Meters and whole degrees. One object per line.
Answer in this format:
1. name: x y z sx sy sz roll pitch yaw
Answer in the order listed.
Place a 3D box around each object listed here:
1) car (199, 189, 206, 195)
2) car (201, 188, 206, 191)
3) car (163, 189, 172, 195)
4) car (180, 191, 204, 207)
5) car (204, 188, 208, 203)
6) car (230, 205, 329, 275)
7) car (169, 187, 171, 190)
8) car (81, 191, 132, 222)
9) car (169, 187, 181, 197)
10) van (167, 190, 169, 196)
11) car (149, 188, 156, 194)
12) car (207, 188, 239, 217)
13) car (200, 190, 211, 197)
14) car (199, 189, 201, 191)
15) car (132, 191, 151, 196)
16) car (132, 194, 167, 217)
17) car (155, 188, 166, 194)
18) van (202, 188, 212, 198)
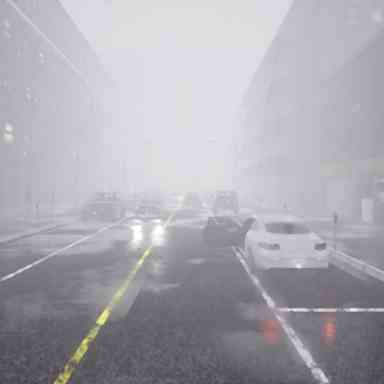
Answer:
1. car: 2.687 -0.016 84.562 1.802 1.307 4.206 0 1 0
2. car: 2.690 0.487 56.117 1.802 1.307 4.206 0 1 0
3. car: -5.693 0.082 78.875 1.802 1.307 4.206 0 1 0
4. car: 0.046 0.857 35.520 1.994 1.385 4.181 0 1 1
5. car: 2.693 0.665 39.046 1.967 1.590 4.097 0 1 0
6. car: 2.352 1.326 9.624 1.812 1.442 4.674 0 1 0
7. car: -5.692 0.127 73.013 1.752 1.417 4.829 0 1 0
8. car: -5.685 0.870 21.978 2.192 1.841 5.009 0 1 0
9. car: -3.016 0.199 67.462 1.837 1.490 4.892 0 1 0
10. van: -5.689 0.142 61.801 1.690 1.788 3.998 0 1 0
11. car: -5.688 0.666 39.049 1.967 1.590 4.097 0 1 0
12. car: 2.694 0.759 27.666 2.192 1.841 5.009 0 1 0
13. car: 2.689 0.244 67.494 1.887 1.381 4.507 0 1 0
14. car: 0.032 0.534 47.974 1.882 1.535 5.008 0 1 0
15. car: -5.688 0.886 33.361 2.008 1.369 4.403 0 1 0
16. car: -3.102 1.095 25.085 1.895 1.301 4.718 0 1 0
17. car: -5.688 0.325 50.423 2.192 1.841 5.009 0 1 0
18. van: 2.691 0.142 61.800 1.690 1.788 3.998 0 1 0
